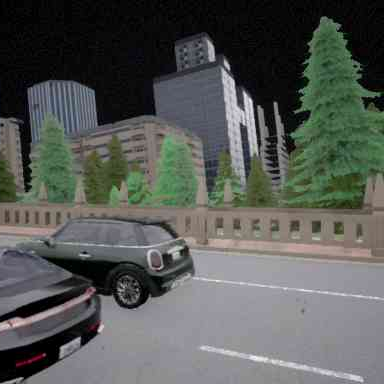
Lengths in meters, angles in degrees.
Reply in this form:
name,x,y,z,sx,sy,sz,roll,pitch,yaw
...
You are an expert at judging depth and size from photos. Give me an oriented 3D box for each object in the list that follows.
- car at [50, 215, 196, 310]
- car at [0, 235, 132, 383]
name,x,y,z,sx,sy,sz,roll,pitch,yaw
car,-2.278,1.350,7.851,4.553,1.767,2.097,0,0,23
car,-3.545,1.489,4.584,4.902,1.511,2.128,0,0,23
